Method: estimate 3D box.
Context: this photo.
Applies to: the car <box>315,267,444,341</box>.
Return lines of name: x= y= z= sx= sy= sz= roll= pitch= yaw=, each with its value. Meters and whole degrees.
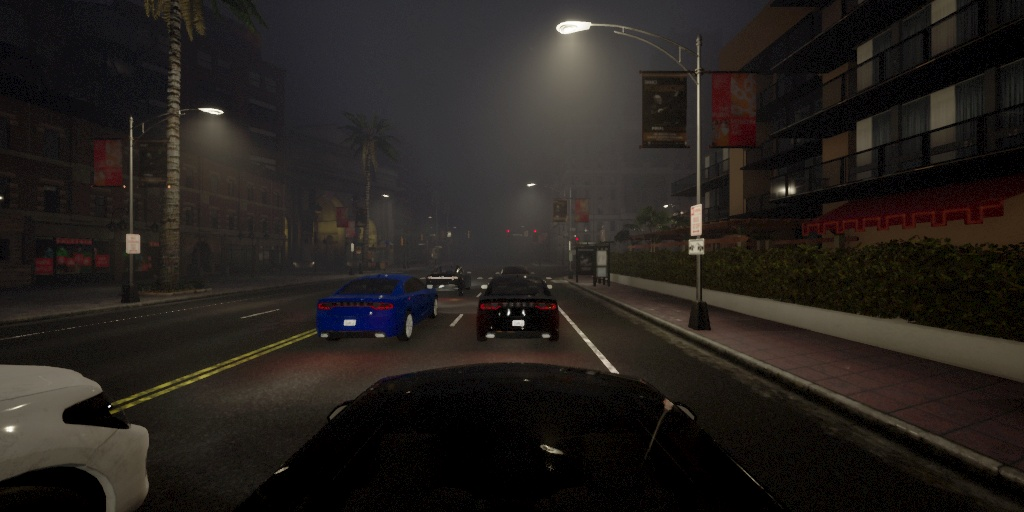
car: x=-3.359 y=1.228 z=9.889 sx=1.882 sy=1.535 sz=5.008 roll=0 pitch=0 yaw=0

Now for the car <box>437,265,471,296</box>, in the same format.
car: x=-3.331 y=1.242 z=19.394 sx=2.128 sy=1.511 sz=4.902 roll=0 pitch=0 yaw=0

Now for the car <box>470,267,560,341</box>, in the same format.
car: x=0.137 y=1.228 z=9.854 sx=1.882 sy=1.535 sz=5.008 roll=0 pitch=0 yaw=0
